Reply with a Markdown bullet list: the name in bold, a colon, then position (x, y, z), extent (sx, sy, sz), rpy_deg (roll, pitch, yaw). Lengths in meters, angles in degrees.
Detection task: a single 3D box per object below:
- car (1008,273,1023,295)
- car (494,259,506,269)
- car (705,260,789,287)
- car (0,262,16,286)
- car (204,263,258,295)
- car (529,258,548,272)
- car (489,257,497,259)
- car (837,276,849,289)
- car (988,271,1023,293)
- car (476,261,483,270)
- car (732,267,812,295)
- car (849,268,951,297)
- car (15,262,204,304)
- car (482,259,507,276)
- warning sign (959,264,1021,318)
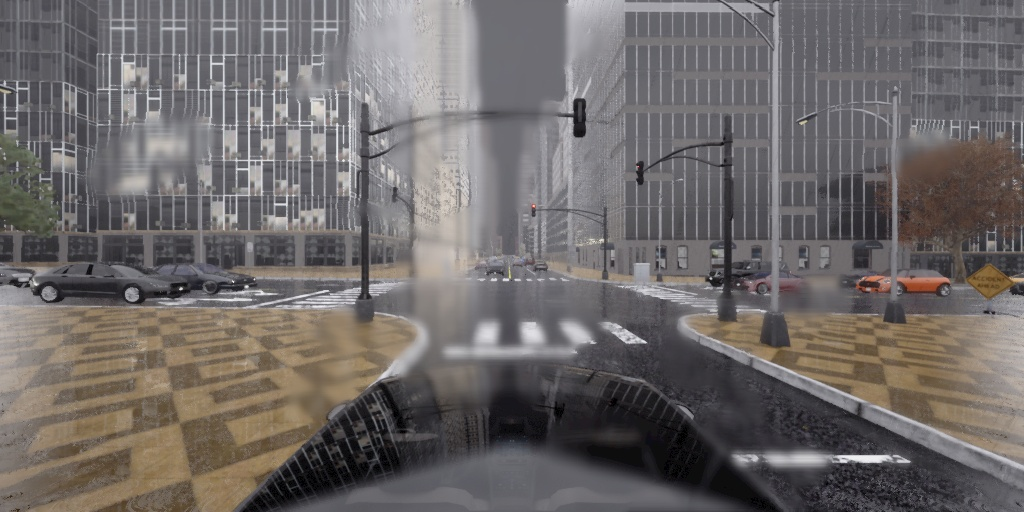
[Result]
- **car**: position (35.377, 1.977, 23.341), extent (4.181, 1.385, 1.994), rpy_deg (1, 0, -3)
- **car**: position (-1.897, 1.234, 58.491), extent (1.882, 1.535, 5.008), rpy_deg (0, 0, 0)
- **car**: position (16.903, 1.303, 25.635), extent (5.566, 2.045, 2.150), rpy_deg (1, 0, -3)
- **car**: position (-25.372, 0.802, 16.723), extent (4.902, 1.511, 2.128), rpy_deg (1, 0, -3)
- **car**: position (-15.438, 1.040, 17.272), extent (5.357, 1.411, 2.033), rpy_deg (1, 0, 0)
- **car**: position (3.670, 1.329, 46.659), extent (1.948, 1.339, 4.313), rpy_deg (0, 0, -1)
- **car**: position (-1.805, 1.267, 48.237), extent (1.837, 1.490, 4.892), rpy_deg (0, 0, -1)
- **car**: position (26.292, 1.813, 26.127), extent (4.181, 1.385, 1.994), rpy_deg (1, 0, -3)
- **car**: position (39.166, 1.957, 26.783), extent (5.008, 1.535, 1.882), rpy_deg (1, 0, -3)
- **car**: position (-4.315, 1.342, 52.105), extent (1.802, 1.307, 4.207), rpy_deg (0, 0, -1)
- **car**: position (16.090, 1.631, 22.339), extent (4.181, 1.385, 1.994), rpy_deg (1, 0, -3)
- **car**: position (24.784, 1.575, 22.790), extent (4.553, 1.767, 2.097), rpy_deg (1, 0, -3)
- **car**: position (-15.426, 0.998, 13.984), extent (4.892, 1.490, 1.837), rpy_deg (1, 0, -3)
- **car**: position (-1.707, 1.314, 38.097), extent (2.033, 1.411, 5.357), rpy_deg (0, 0, -1)
- **warning sign**: position (17.214, 1.204, 12.935), extent (1.060, 1.860, 1.300), rpy_deg (0, 0, -3)
